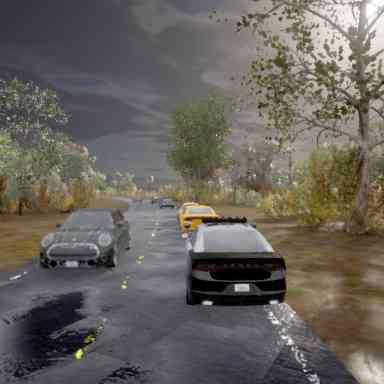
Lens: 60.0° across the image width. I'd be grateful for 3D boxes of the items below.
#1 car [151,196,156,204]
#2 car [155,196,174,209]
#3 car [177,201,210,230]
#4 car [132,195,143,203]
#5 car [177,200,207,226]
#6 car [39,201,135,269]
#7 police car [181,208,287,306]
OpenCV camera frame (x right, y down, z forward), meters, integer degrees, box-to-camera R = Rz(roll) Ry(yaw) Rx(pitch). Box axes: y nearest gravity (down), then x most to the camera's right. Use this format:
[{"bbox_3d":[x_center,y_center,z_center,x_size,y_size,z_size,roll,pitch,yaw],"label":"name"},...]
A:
[{"bbox_3d":[-6.817,1.519,63.503,1.812,1.442,4.674,0,0,-12],"label":"car"},{"bbox_3d":[-3.577,1.543,46.143,2.033,1.411,5.357,0,0,-9],"label":"car"},{"bbox_3d":[0.313,1.477,18.204,1.882,1.535,5.008,0,0,-4],"label":"car"},{"bbox_3d":[-11.462,1.499,69.675,1.837,1.490,4.892,0,0,-14],"label":"car"},{"bbox_3d":[-0.141,1.453,24.425,1.801,1.575,5.366,0,0,-5],"label":"car"},{"bbox_3d":[-3.327,1.352,11.204,2.097,1.767,4.553,0,0,-3],"label":"car"},{"bbox_3d":[0.774,1.425,8.246,1.930,1.638,5.238,0,0,-2],"label":"police car"}]
